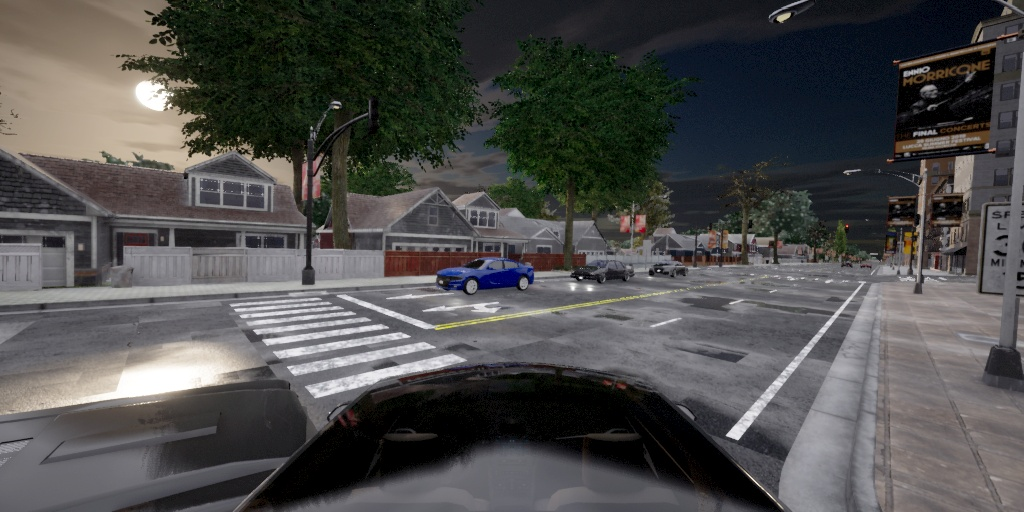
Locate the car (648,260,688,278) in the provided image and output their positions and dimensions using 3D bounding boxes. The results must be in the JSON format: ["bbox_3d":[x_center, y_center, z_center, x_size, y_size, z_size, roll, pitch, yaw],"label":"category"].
[{"bbox_3d":[13.264,1.017,30.307,4.181,1.385,1.994,0,2,-44],"label":"car"}]

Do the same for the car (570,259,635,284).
[{"bbox_3d":[6.063,0.940,23.389,5.357,1.411,2.033,0,2,-44],"label":"car"}]

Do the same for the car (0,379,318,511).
[{"bbox_3d":[-3.311,1.288,1.289,4.718,1.301,1.895,1,2,-34],"label":"car"}]

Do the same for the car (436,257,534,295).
[{"bbox_3d":[-1.107,0.812,16.473,5.008,1.535,1.882,0,2,-44],"label":"car"}]
